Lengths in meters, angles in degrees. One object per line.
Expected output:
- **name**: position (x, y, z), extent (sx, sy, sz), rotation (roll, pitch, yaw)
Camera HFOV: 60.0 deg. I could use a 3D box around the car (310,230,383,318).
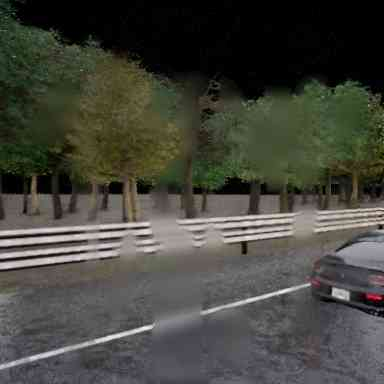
- **car**: position (4.348, 1.517, 6.872), extent (4.674, 1.442, 1.812), rotation (0, 0, -35)
